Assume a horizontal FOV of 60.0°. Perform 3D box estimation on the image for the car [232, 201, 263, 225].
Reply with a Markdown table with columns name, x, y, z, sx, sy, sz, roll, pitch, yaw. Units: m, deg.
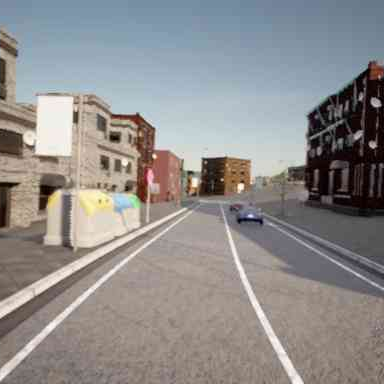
| name | x | y | z | sx | sy | sz | roll | pitch | yaw |
| --- | --- | --- | --- | --- | --- | --- | --- | --- | --- |
| car | 4.484 | 1.726 | 26.342 | 1.994 | 1.385 | 4.181 | 3 | 0 | 5 |

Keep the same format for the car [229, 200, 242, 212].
| name | x | y | z | sx | sy | sz | roll | pitch | yaw |
| --- | --- | --- | --- | --- | --- | --- | --- | --- | --- |
| car | 5.655 | 1.713 | 41.549 | 1.812 | 1.442 | 4.674 | 3 | 0 | 5 |
